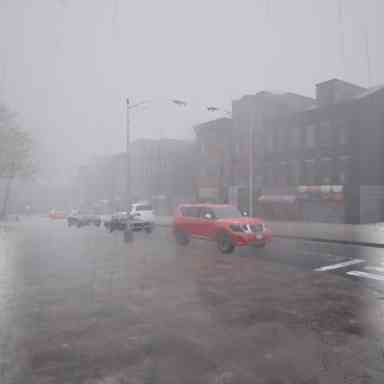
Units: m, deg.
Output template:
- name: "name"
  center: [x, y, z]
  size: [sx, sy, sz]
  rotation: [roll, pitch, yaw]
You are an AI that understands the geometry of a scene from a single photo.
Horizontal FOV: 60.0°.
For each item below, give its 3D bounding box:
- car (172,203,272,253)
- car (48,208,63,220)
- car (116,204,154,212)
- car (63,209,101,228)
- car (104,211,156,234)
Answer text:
- name: "car"
  center: [1.160, 1.566, 15.837]
  size: [2.150, 2.045, 5.566]
  rotation: [0, -2, -35]
- name: "car"
  center: [-21.036, 3.358, 52.014]
  size: [2.097, 1.767, 4.553]
  rotation: [0, -2, -36]
- name: "car"
  center: [-5.359, 2.101, 30.037]
  size: [2.150, 2.045, 5.566]
  rotation: [0, -2, -36]
- name: "car"
  center: [-10.490, 2.441, 32.167]
  size: [2.097, 1.767, 4.553]
  rotation: [0, -2, -35]
- name: "car"
  center: [-4.556, 2.291, 23.841]
  size: [1.895, 1.301, 4.718]
  rotation: [0, -2, -36]
